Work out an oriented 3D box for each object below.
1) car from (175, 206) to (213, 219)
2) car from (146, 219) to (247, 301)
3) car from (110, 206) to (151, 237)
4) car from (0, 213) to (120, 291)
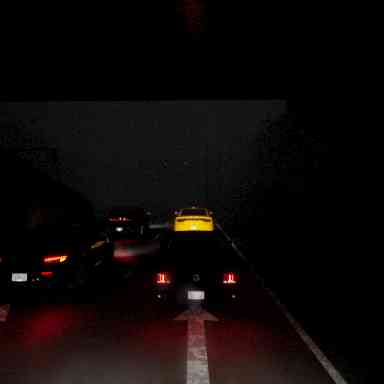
[{"bbox_3d":[0.088,1.478,17.644,1.882,1.535,5.008,0,0,0],"label":"car"},{"bbox_3d":[0.086,1.601,8.300,1.895,1.301,4.718,0,0,0],"label":"car"},{"bbox_3d":[-3.413,1.505,18.051,1.837,1.490,4.892,0,0,0],"label":"car"},{"bbox_3d":[-3.418,1.526,8.893,1.812,1.442,4.674,0,0,0],"label":"car"}]
